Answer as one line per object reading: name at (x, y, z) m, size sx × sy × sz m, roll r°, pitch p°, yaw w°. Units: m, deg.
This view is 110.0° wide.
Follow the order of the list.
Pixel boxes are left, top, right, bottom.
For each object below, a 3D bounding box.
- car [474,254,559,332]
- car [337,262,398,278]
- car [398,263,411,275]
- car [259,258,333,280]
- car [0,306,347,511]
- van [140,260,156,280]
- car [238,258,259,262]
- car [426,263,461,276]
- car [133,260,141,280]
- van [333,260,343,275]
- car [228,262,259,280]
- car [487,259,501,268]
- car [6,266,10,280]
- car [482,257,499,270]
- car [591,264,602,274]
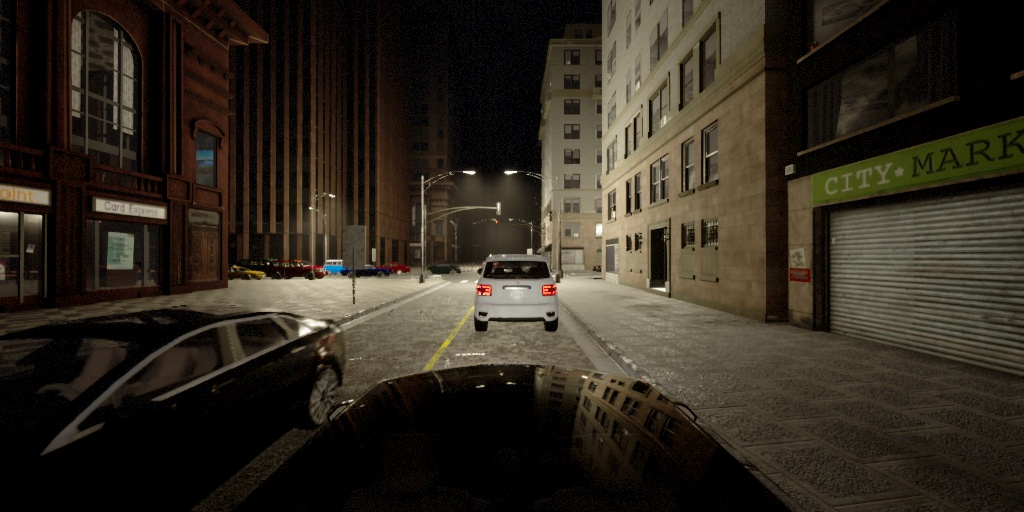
car at (0.100, 0.974, 11.046) m, size 2.150 × 2.045 × 5.566 m, roll 0°, pitch 0°, yaw 0°
car at (-14.145, 1.506, 35.285) m, size 4.718 × 1.301 × 1.895 m, roll -1°, pitch 0°, yaw 0°
car at (-13.976, 1.477, 41.238) m, size 4.507 × 1.381 × 1.888 m, roll 0°, pitch 0°, yaw 0°
car at (-19.621, 1.273, 32.733) m, size 5.009 × 1.841 × 2.192 m, roll 0°, pitch 0°, yaw 0°
car at (-3.100, 1.241, 2.814) m, size 2.128 × 1.511 × 4.902 m, roll 0°, pitch 0°, yaw 0°
van at (-30.870, 1.435, 32.774) m, size 3.998 × 1.789 × 1.690 m, roll 0°, pitch 0°, yaw 0°
car at (-24.110, 1.247, 35.314) m, size 5.566 × 2.045 × 2.150 m, roll -1°, pitch 0°, yaw -1°
car at (-7.552, 1.405, 38.461) m, size 4.181 × 1.385 × 1.994 m, roll -1°, pitch 0°, yaw 0°
car at (-34.466, 1.372, 35.370) m, size 5.566 × 2.045 × 2.150 m, roll -1°, pitch 0°, yaw 0°
van at (-19.600, 1.340, 41.259) m, size 3.998 × 1.789 × 1.690 m, roll 0°, pitch 0°, yaw 0°
car at (-25.076, 1.552, 32.753) m, size 4.829 × 1.417 × 1.751 m, roll 0°, pitch 0°, yaw 0°
car at (-3.066, 1.221, 60.843) m, size 2.128 × 1.511 × 4.902 m, roll 0°, pitch 0°, yaw 0°
car at (-47.742, 1.849, 32.834) m, size 4.403 × 1.370 × 2.007 m, roll 0°, pitch 0°, yaw 0°
car at (-3.111, 1.097, 51.765) m, size 2.097 × 1.767 × 4.553 m, roll 0°, pitch 0°, yaw 1°
car at (10.939, 1.123, 38.366) m, size 4.892 × 1.490 × 1.837 m, roll -1°, pitch -1°, yaw -2°
